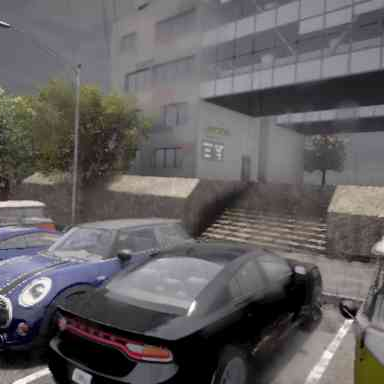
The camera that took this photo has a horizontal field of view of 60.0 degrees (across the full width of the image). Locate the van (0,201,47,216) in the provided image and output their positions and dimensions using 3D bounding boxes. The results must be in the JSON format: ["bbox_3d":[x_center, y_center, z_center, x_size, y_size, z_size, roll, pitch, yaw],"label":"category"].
[{"bbox_3d":[-6.181,1.279,9.855,1.878,1.987,4.442,0,0,36],"label":"van"}]

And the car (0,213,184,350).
[{"bbox_3d":[-1.689,1.367,6.534,2.185,1.767,4.553,0,0,36],"label":"car"}]

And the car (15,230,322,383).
[{"bbox_3d":[0.462,1.486,4.951,2.097,1.535,5.008,0,0,36],"label":"car"}]
